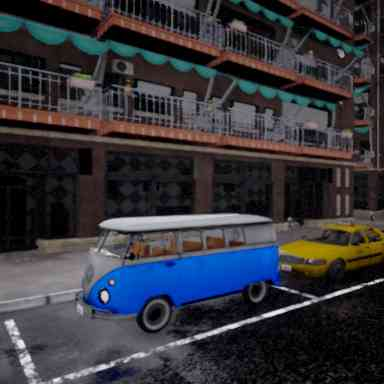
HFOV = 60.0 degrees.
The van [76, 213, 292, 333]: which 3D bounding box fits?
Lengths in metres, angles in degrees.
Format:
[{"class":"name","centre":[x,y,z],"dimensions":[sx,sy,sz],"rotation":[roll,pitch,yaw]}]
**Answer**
[{"class":"van","centre":[-0.063,1.350,6.512],"dimensions":[3.998,1.788,1.690],"rotation":[0,0,-36]}]

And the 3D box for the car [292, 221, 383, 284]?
[{"class":"car","centre":[4.295,1.547,9.621],"dimensions":[4.829,1.417,1.752],"rotation":[0,0,-36]}]
